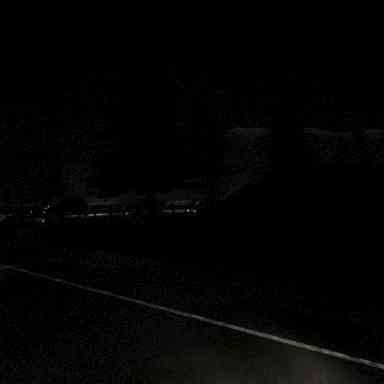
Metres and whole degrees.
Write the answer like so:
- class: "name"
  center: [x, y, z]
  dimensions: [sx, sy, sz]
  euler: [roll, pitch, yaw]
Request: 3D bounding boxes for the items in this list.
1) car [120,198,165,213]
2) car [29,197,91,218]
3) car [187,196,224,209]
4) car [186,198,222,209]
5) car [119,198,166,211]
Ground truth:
- class: "car"
  center: [-5.146, 1.408, 35.765]
  dimensions: [4.902, 1.511, 2.128]
  euler: [0, 0, -42]
- class: "car"
  center: [-11.352, 1.263, 29.350]
  dimensions: [2.097, 1.767, 4.553]
  euler: [0, 0, 41]
- class: "car"
  center: [1.780, 1.279, 41.502]
  dimensions: [4.553, 1.767, 2.097]
  euler: [0, 0, -35]
- class: "car"
  center: [1.670, 1.517, 45.750]
  dimensions: [4.718, 1.301, 1.895]
  euler: [0, 0, -35]
- class: "car"
  center: [-5.896, 1.451, 39.862]
  dimensions: [5.357, 1.411, 2.033]
  euler: [0, 0, -42]
